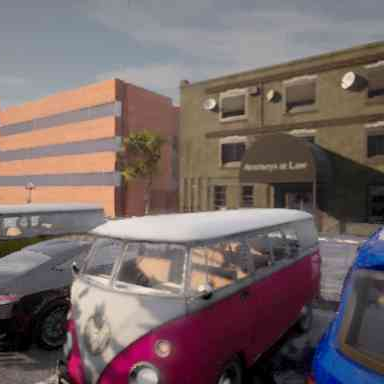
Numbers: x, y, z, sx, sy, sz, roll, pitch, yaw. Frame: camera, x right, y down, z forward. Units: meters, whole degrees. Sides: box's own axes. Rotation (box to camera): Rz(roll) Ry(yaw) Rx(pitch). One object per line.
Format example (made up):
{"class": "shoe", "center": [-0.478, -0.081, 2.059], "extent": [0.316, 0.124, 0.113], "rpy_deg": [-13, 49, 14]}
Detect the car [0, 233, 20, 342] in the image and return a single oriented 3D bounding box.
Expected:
{"class": "car", "center": [-1.882, 1.542, 6.334], "extent": [2.002, 1.452, 4.674], "rpy_deg": [0, 0, 36]}

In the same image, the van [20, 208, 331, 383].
{"class": "van", "center": [0.351, 1.264, 4.600], "extent": [1.878, 1.987, 4.442], "rpy_deg": [0, 0, 36]}

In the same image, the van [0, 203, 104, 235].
{"class": "van", "center": [-4.151, 1.285, 7.813], "extent": [1.878, 1.987, 4.442], "rpy_deg": [0, 0, 36]}
